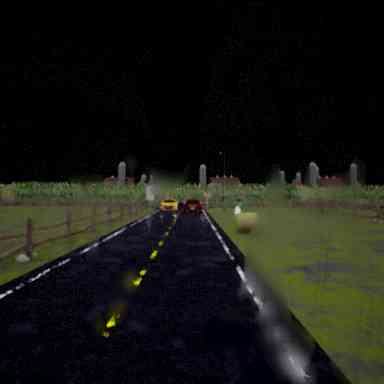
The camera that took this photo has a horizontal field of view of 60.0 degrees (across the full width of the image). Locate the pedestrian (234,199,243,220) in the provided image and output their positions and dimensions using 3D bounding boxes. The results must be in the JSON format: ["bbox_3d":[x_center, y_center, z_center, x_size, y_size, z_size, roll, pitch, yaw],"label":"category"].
[{"bbox_3d":[2.826,1.330,20.220,0.375,1.860,0.375,1,-1,-3],"label":"pedestrian"}]

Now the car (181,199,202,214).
[{"bbox_3d":[0.070,1.520,36.478,1.882,1.535,5.008,0,0,0],"label":"car"}]

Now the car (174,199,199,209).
[{"bbox_3d":[-0.911,1.653,47.258,1.895,1.301,4.718,0,0,-24],"label":"car"}]

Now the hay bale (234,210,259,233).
[{"bbox_3d":[3.116,1.681,19.111,1.220,1.180,1.240,-1,-1,0],"label":"hay bale"}]

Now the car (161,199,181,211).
[{"bbox_3d":[-2.748,1.567,41.253,1.882,1.535,5.008,0,0,0],"label":"car"}]
